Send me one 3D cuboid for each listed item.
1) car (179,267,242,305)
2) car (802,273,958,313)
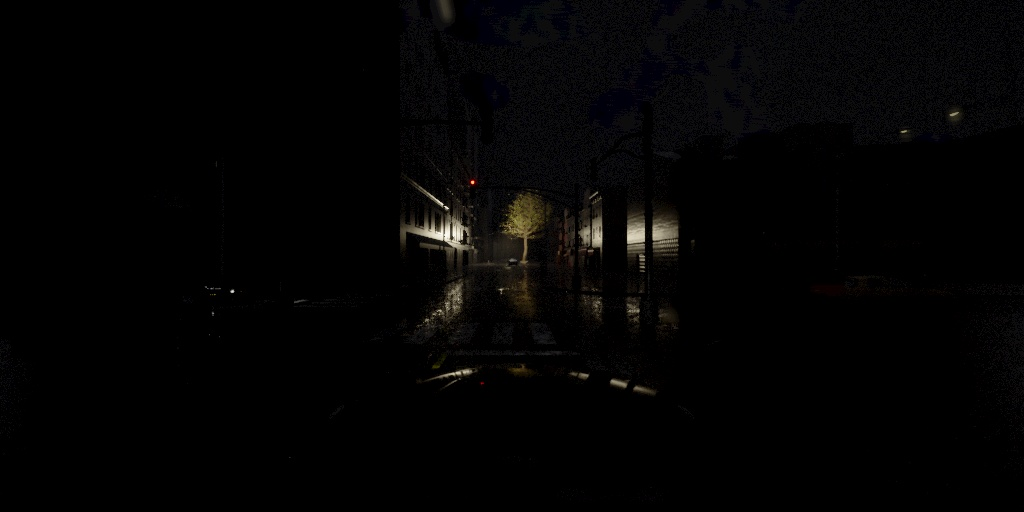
[{"bbox_3d":[-13.758,1.178,14.542,4.892,1.490,1.837,0,0,0],"label":"car"},{"bbox_3d":[13.904,1.346,13.654,4.829,1.417,1.751,0,0,0],"label":"car"}]
